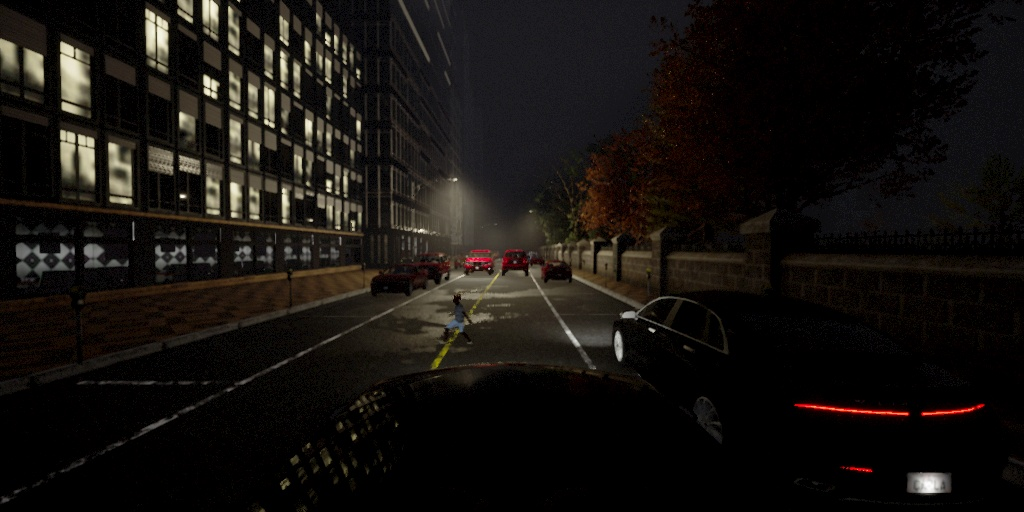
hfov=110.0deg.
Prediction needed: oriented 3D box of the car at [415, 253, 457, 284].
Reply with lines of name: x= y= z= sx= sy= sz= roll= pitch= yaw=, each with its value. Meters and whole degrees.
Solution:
car: x=-5.193 y=0.728 z=22.834 sx=2.192 sy=1.841 sz=5.009 roll=0 pitch=0 yaw=1

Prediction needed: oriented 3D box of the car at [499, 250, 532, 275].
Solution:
car: x=0.320 y=0.515 z=30.398 sx=2.150 sy=2.045 sz=5.566 roll=0 pitch=1 yaw=2

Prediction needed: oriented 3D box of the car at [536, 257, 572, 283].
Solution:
car: x=2.839 y=0.949 z=23.433 sx=1.888 sy=1.381 sz=4.507 roll=0 pitch=0 yaw=1

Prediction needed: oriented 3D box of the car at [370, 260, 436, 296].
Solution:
car: x=-5.246 y=1.048 z=17.208 sx=1.888 sy=1.381 sz=4.507 roll=0 pitch=0 yaw=0

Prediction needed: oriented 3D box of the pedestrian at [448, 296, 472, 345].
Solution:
pedestrian: x=-1.110 y=0.948 z=7.729 sx=0.375 sy=1.860 sz=0.375 roll=0 pitch=1 yaw=0

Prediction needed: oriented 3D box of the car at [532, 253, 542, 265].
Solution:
car: x=3.221 y=0.589 z=45.990 sx=1.888 sy=1.381 sz=4.507 roll=0 pitch=0 yaw=1

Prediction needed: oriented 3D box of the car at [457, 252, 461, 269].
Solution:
car: x=-5.083 y=0.458 z=39.708 sx=2.192 sy=1.841 sz=5.009 roll=0 pitch=0 yaw=1

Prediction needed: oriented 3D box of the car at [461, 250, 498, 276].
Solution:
car: x=-2.624 y=0.516 z=30.254 sx=2.150 sy=2.045 sz=5.566 roll=0 pitch=1 yaw=1

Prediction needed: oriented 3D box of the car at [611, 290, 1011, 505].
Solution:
car: x=2.753 y=1.206 z=4.781 sx=1.837 sy=1.490 sz=4.892 roll=0 pitch=1 yaw=0
